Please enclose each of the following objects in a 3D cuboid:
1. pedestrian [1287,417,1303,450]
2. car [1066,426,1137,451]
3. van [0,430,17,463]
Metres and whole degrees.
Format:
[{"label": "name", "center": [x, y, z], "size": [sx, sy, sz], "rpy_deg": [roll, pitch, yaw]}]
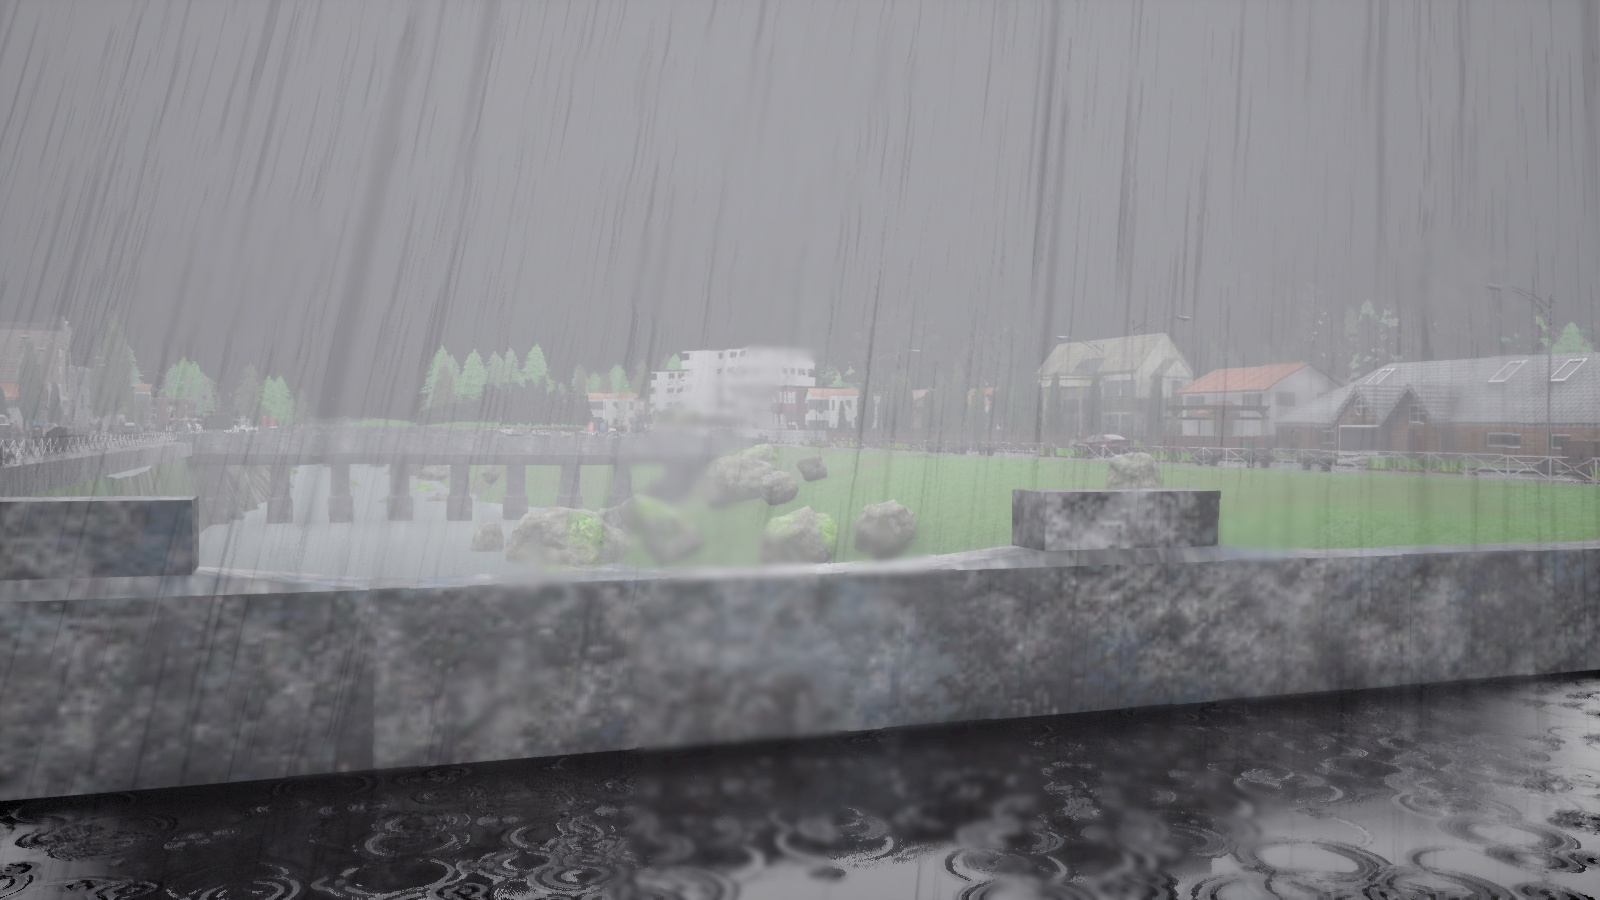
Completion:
[{"label": "pedestrian", "center": [27.705, -0.935, 70.299], "size": [0.370, 1.835, 0.726], "rpy_deg": [-1, 1, -30]}, {"label": "car", "center": [19.123, -0.729, 79.792], "size": [1.882, 1.535, 5.008], "rpy_deg": [-1, 1, -21]}, {"label": "van", "center": [-50.558, -0.206, 78.276], "size": [2.069, 2.038, 4.480], "rpy_deg": [-1, 1, -21]}]
